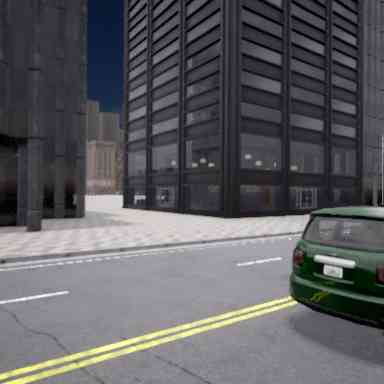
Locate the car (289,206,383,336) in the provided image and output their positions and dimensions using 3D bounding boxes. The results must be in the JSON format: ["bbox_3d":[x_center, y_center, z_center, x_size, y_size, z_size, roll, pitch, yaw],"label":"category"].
[{"bbox_3d":[4.287,1.303,6.503,5.566,2.045,2.150,1,0,-35],"label":"car"}]

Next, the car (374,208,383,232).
[{"bbox_3d":[13.912,1.799,21.587,4.674,1.442,1.812,1,0,-35],"label":"car"}]
